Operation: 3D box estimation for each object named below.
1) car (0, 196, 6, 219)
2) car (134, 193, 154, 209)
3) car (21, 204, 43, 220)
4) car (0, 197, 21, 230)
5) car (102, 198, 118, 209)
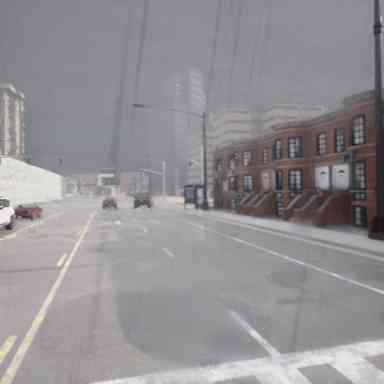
[{"bbox_3d":[-17.760,1.396,28.174,2.150,2.045,5.566,-1,0,-14],"label":"car"},{"bbox_3d":[-6.554,1.152,45.630,2.150,2.045,5.566,-1,0,-1],"label":"car"},{"bbox_3d":[-14.274,1.718,28.687,1.895,1.301,4.718,-1,0,-14],"label":"car"},{"bbox_3d":[-11.760,1.334,18.882,2.150,2.045,5.566,-1,0,-15],"label":"car"},{"bbox_3d":[-11.236,1.530,45.406,1.812,1.442,4.674,-1,0,-14],"label":"car"}]
